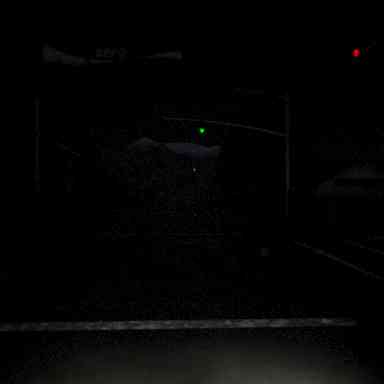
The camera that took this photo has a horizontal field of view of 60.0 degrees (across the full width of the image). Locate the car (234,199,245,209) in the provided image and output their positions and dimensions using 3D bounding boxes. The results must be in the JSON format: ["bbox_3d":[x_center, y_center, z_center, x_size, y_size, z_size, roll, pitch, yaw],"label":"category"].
[{"bbox_3d":[8.474,1.704,48.090,4.902,1.511,2.128,0,0,0],"label":"car"}]
